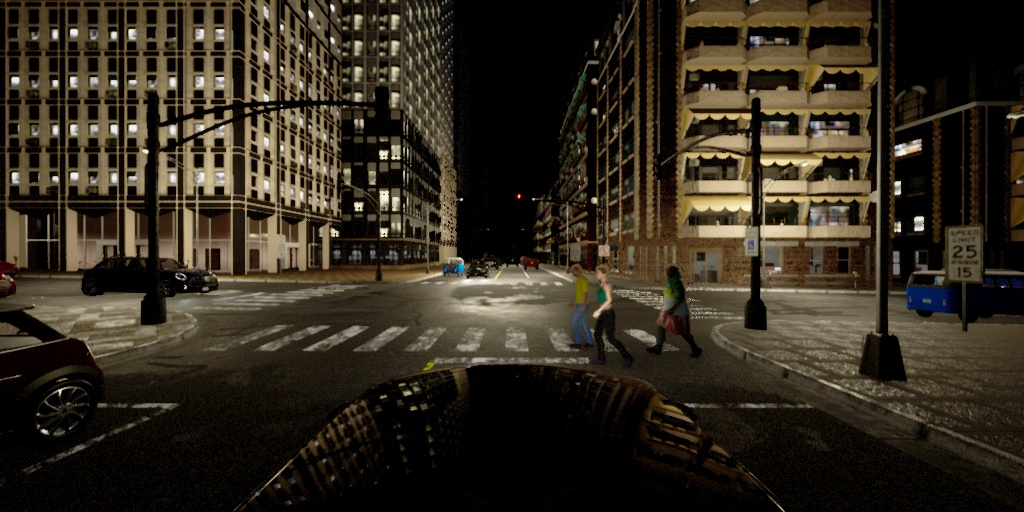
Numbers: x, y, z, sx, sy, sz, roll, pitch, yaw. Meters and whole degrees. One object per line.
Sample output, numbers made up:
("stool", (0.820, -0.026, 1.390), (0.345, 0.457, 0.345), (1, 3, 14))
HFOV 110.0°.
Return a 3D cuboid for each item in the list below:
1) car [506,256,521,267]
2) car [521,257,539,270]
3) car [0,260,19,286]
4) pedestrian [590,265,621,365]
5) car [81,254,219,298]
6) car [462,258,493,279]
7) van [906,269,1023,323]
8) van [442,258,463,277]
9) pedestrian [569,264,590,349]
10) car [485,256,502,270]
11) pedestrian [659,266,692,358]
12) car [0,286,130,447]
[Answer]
("car", (0.080, 0.956, 63.915), (2.150, 2.045, 5.566), (0, 0, 0))
("car", (2.752, 1.049, 51.456), (2.192, 1.841, 5.009), (0, 0, 0))
("car", (-21.133, 0.811, 13.125), (4.097, 1.591, 1.967), (0, 0, 0))
("pedestrian", (1.682, 1.041, 6.463), (0.375, 1.860, 0.375), (0, 0, 0))
("car", (-15.664, 0.824, 15.719), (4.553, 1.767, 2.097), (1, 0, 0))
("car", (-3.056, 1.238, 32.765), (1.837, 1.490, 4.892), (0, 1, 0))
("van", (16.926, 1.446, 13.028), (3.998, 1.789, 1.690), (0, 0, 0))
("van", (-5.649, 1.077, 34.813), (1.690, 1.789, 3.998), (0, 0, 0))
("pedestrian", (1.459, 1.052, 7.664), (0.375, 1.860, 0.375), (0, 0, 0))
("car", (-3.014, 0.958, 51.086), (2.150, 2.045, 5.566), (0, 0, 0))
("pedestrian", (3.210, 1.040, 7.061), (0.375, 1.860, 0.375), (0, 0, 0))
("car", (-5.689, 1.189, 2.339), (1.967, 1.591, 4.097), (0, 0, 0))
